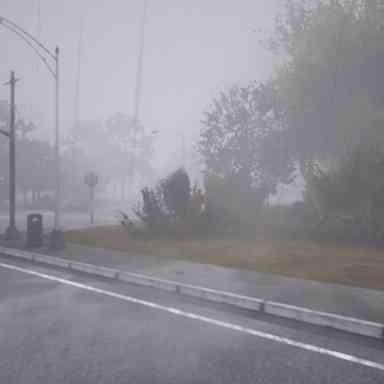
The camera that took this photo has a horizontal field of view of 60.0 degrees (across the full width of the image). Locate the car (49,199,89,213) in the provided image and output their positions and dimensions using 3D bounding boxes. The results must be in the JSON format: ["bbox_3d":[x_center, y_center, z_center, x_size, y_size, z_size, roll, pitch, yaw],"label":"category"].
[{"bbox_3d":[-13.321,1.486,36.259,1.994,1.385,4.181,0,0,32],"label":"car"}]
